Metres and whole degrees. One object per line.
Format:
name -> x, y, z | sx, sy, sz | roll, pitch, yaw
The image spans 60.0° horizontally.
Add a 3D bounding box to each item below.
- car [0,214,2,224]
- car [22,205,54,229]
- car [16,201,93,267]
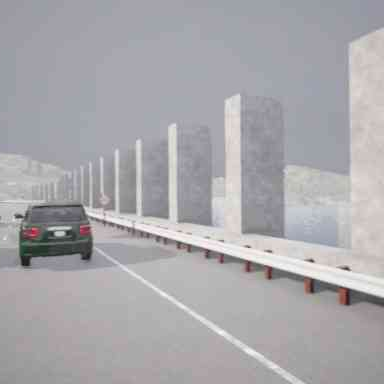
car -> -15.379, 1.845, 24.693 | 1.994, 1.385, 4.181 | 0, 0, -26
car -> -11.817, 1.799, 25.381 | 2.033, 1.411, 5.357 | 0, 0, -26
car -> -5.145, 1.340, 12.257 | 2.150, 2.045, 5.566 | 0, 0, -27
